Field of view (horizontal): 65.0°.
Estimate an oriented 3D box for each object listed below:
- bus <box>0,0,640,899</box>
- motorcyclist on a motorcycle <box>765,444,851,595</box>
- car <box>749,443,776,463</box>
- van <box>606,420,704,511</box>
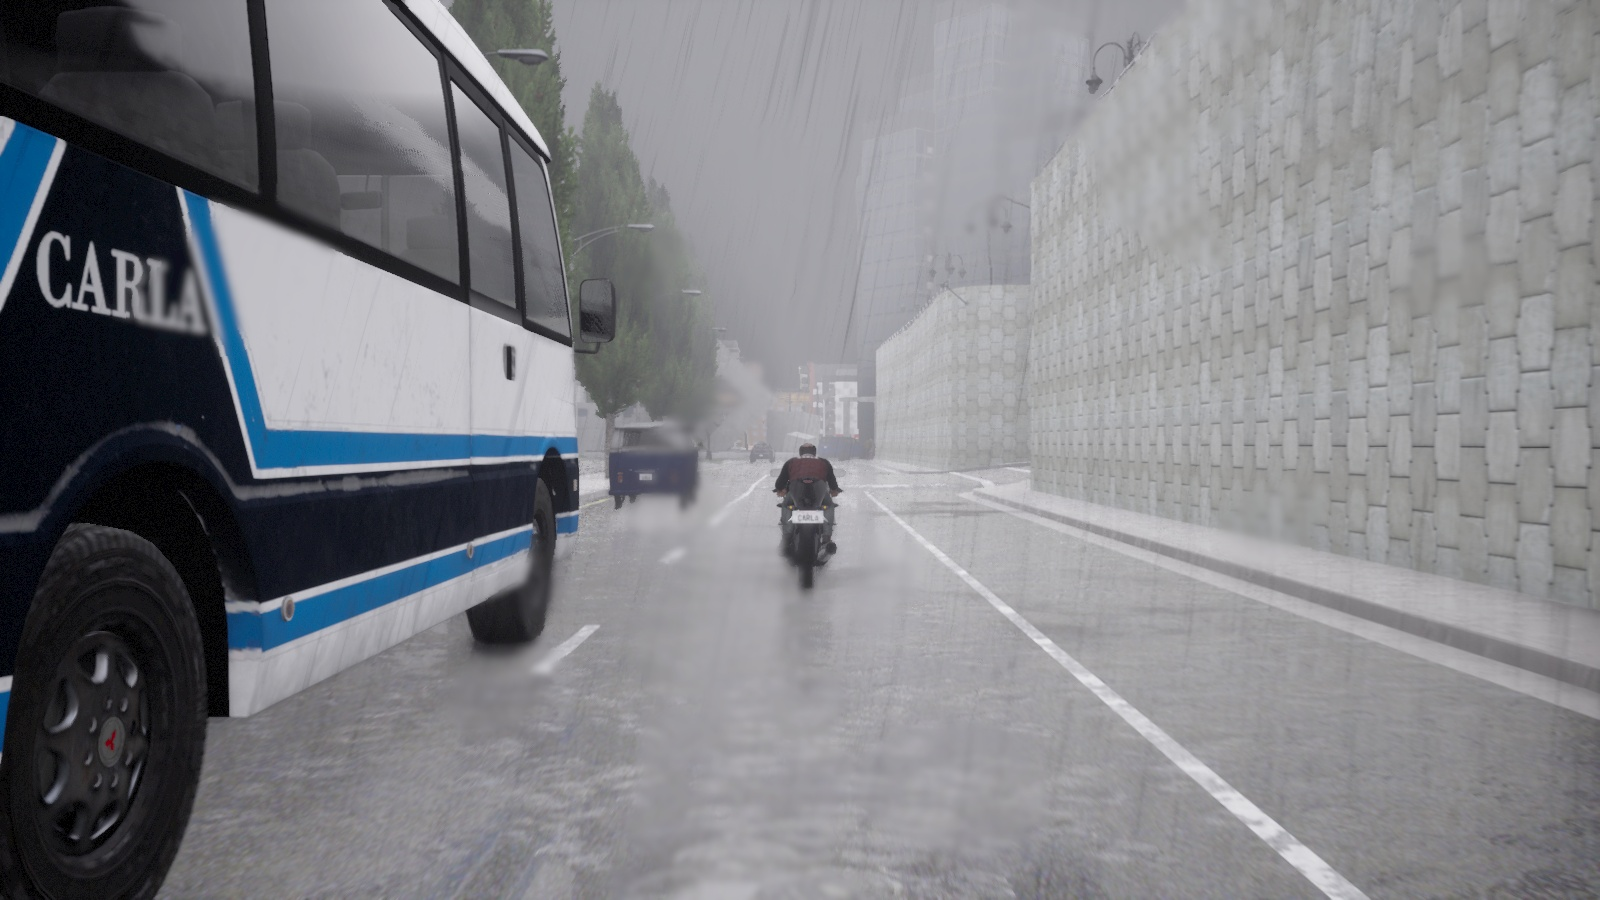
[{"bbox_3d":[-3.451,-0.668,6.241,3.944,4.253,10.273,0,0,0],"label":"bus"},{"bbox_3d":[0.087,0.703,13.889,0.866,1.530,2.191,0,0,0],"label":"motorcyclist on a motorcycle"},{"bbox_3d":[-2.882,0.210,97.149,1.816,1.474,4.193,0,0,2],"label":"car"},{"bbox_3d":[-3.332,0.330,29.567,1.775,1.987,4.442,0,0,0],"label":"van"}]
